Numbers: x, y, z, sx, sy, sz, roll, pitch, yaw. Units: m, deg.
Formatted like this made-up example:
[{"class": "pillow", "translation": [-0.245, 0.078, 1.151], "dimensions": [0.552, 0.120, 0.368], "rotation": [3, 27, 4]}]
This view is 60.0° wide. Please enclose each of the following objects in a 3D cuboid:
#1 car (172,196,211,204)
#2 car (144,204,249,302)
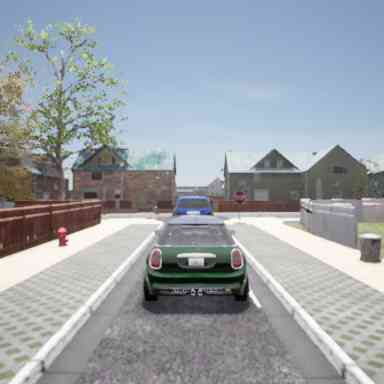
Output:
[{"class": "car", "translation": [-0.012, 1.246, 18.842], "dimensions": [2.150, 2.045, 5.566], "rotation": [0, 0, -2]}, {"class": "car", "translation": [0.076, 1.361, 8.479], "dimensions": [2.097, 1.767, 4.553], "rotation": [0, 0, 0]}]
